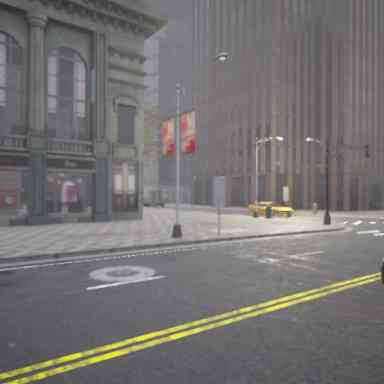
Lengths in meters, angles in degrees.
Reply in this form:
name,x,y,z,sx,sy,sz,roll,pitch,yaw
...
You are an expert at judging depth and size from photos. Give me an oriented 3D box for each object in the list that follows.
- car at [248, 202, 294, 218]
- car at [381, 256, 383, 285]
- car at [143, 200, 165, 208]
name,x,y,z,sx,sy,sz,roll,pitch,yaw
car,7.764,1.749,33.049,1.882,1.535,5.008,0,0,-36
car,6.238,1.616,7.798,4.674,1.442,1.812,1,0,-34
car,-6.217,1.888,52.208,1.895,1.301,4.718,0,0,-36
